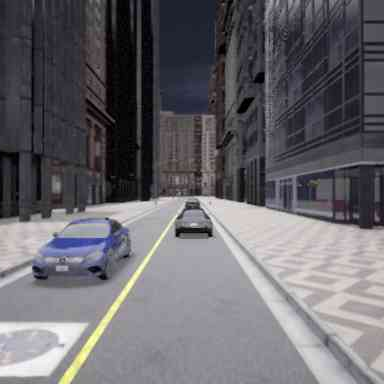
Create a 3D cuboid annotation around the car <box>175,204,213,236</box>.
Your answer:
[{"bbox_3d":[0.094,1.576,18.342,1.994,1.385,4.181,0,0,0],"label":"car"}]

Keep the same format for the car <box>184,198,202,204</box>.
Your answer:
[{"bbox_3d":[0.087,1.546,40.418,1.837,1.490,4.892,0,0,0],"label":"car"}]

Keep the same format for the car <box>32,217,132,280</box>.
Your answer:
[{"bbox_3d":[-3.011,1.531,10.060,1.812,1.442,4.674,0,0,0],"label":"car"}]
